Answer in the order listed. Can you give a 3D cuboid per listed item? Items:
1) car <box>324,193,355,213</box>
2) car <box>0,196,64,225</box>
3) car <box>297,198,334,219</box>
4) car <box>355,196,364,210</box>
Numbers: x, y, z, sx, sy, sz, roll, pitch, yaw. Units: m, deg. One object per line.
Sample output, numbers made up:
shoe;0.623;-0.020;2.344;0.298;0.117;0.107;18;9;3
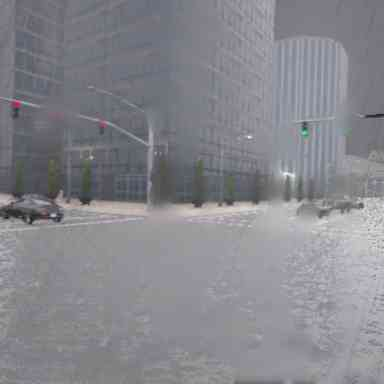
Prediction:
car;15.956;1.192;36.582;2.150;2.045;5.566;2;1;35
car;-9.106;0.974;18.953;4.674;1.442;1.812;2;1;38
car;10.624;1.486;28.938;1.994;1.385;4.181;2;1;35
car;21.600;1.374;44.620;2.097;1.767;4.553;2;1;35
